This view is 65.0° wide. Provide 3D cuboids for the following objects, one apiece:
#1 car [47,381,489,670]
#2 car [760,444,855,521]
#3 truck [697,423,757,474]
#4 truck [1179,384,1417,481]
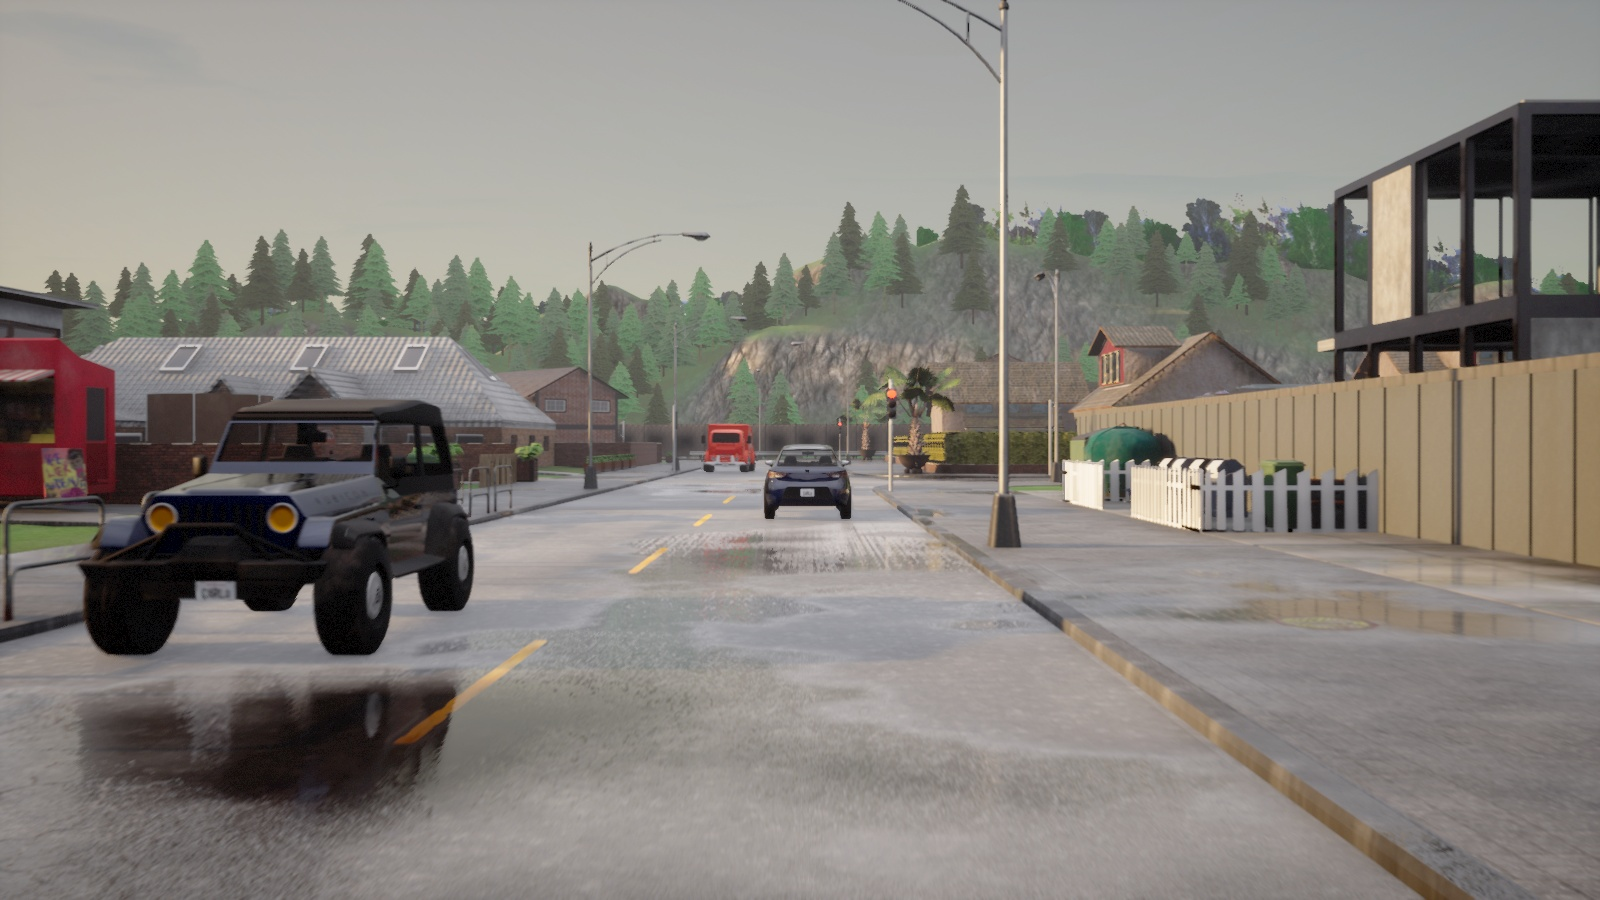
[{"bbox_3d":[-3.931,0.483,10.078,1.905,1.878,3.866,0,0,0],"label":"car"},{"bbox_3d":[0.158,0.612,26.219,1.816,1.474,4.193,0,0,0],"label":"car"},{"bbox_3d":[-3.677,-0.110,64.567,2.627,2.467,5.204,1,1,1],"label":"truck"},{"bbox_3d":[19.989,-0.688,50.795,8.468,3.827,2.891,0,0,0],"label":"truck"}]
